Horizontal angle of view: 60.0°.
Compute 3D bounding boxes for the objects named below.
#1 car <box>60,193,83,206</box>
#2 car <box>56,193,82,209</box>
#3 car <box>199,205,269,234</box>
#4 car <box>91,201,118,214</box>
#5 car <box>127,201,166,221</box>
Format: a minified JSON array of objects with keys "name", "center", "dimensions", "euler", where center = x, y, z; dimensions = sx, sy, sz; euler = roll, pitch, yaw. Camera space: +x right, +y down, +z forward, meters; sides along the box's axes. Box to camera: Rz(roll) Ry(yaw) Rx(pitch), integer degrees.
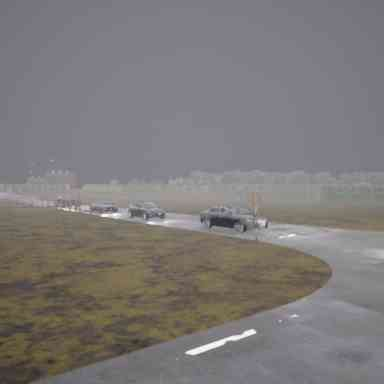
[{"name":"car","center":[-21.087,1.229,58.101],"dimensions":[2.150,2.045,5.566],"euler":[-2,1,-36]},{"name":"car","center":[-18.706,1.314,49.877],"dimensions":[2.150,2.045,5.566],"euler":[-2,1,-36]},{"name":"car","center":[2.439,1.575,20.300],"dimensions":[2.128,1.511,4.902],"euler":[-2,1,-37]},{"name":"car","center":[-9.895,1.669,37.454],"dimensions":[1.994,1.385,4.181],"euler":[-2,1,-35]},{"name":"car","center":[-4.087,1.608,29.320],"dimensions":[1.837,1.490,4.892],"euler":[-2,1,-36]}]
